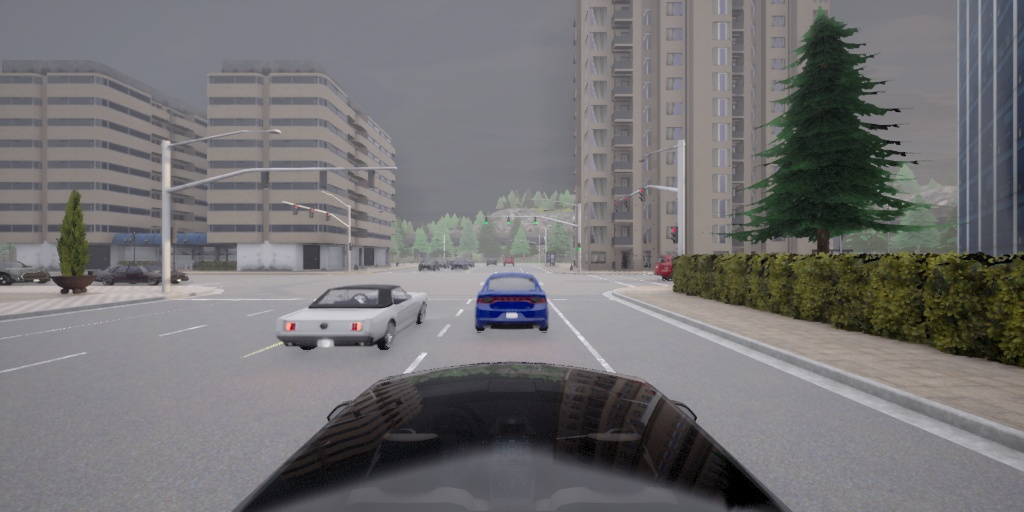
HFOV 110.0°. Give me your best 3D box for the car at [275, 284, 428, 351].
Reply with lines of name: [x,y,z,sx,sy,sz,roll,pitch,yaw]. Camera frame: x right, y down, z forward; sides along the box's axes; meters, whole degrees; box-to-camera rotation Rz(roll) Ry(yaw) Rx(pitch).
car: [-3.500,1.351,8.963,1.895,1.301,4.718,0,0,0]

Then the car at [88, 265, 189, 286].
car: [-25.654,1.297,24.773,5.357,1.411,2.033,0,0,0]

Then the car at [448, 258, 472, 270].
car: [-7.546,1.102,52.110,2.097,1.767,4.553,0,0,0]

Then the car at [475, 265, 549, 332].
car: [-0.008,1.228,10.869,1.882,1.535,5.008,0,0,0]

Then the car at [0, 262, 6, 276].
car: [-53.615,1.314,35.507,4.181,1.385,1.994,0,0,0]

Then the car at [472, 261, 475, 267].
car: [-7.610,1.297,62.551,2.033,1.411,5.357,0,0,1]

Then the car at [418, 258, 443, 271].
car: [-11.011,1.102,47.891,2.097,1.767,4.553,0,0,0]

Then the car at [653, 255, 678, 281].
car: [14.087,0.971,28.233,5.566,2.045,2.150,0,0,0]

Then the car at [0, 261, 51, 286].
car: [-35.098,1.102,24.782,4.553,1.767,2.097,0,0,0]

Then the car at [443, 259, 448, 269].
car: [-11.083,1.255,56.976,1.837,1.490,4.892,0,0,0]
